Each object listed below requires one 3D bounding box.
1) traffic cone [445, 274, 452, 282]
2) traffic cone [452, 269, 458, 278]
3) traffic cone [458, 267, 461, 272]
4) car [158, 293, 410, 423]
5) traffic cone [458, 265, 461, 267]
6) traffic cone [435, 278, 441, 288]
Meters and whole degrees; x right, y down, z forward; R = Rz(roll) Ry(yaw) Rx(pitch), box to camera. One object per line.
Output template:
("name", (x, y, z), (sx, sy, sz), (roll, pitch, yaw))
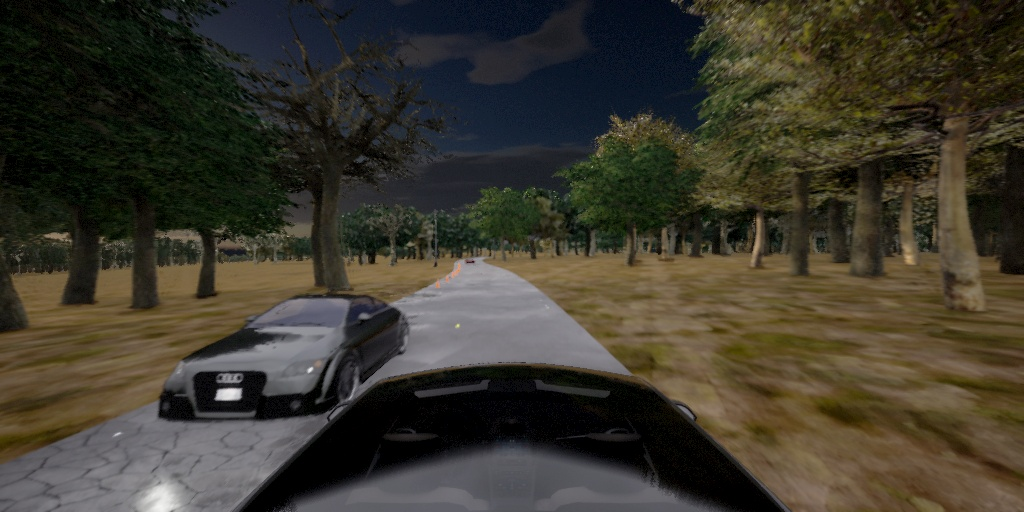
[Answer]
("traffic cone", (-5.036, 1.718, 27.941), (0.340, 0.580, 0.340), (0, 0, -4))
("traffic cone", (-5.412, 1.700, 32.891), (0.340, 0.580, 0.340), (0, 0, -5))
("traffic cone", (-5.857, 1.678, 37.835), (0.340, 0.580, 0.340), (0, 0, -6))
("car", (-3.138, 1.342, 5.943), (1.994, 1.385, 4.181), (0, 0, -1))
("traffic cone", (-6.371, 1.656, 42.772), (0.340, 0.580, 0.340), (0, 0, -6))
("traffic cone", (-4.743, 1.731, 22.942), (0.340, 0.580, 0.340), (0, 0, -1))
